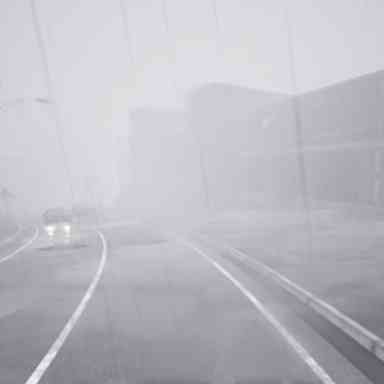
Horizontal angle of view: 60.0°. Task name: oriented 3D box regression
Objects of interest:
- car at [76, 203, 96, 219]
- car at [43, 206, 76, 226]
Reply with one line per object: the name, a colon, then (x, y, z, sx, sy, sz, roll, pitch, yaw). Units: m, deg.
car: (-11.243, 1.891, 34.350, 1.812, 1.442, 4.674, -3, 0, -32)
car: (-11.292, 1.973, 27.807, 1.994, 1.385, 4.181, -3, 0, -28)
